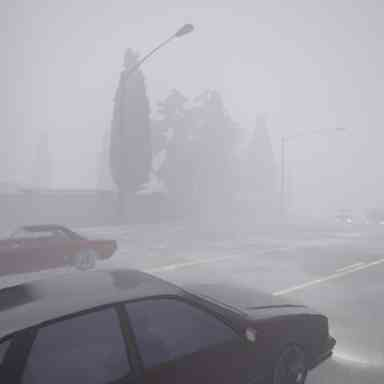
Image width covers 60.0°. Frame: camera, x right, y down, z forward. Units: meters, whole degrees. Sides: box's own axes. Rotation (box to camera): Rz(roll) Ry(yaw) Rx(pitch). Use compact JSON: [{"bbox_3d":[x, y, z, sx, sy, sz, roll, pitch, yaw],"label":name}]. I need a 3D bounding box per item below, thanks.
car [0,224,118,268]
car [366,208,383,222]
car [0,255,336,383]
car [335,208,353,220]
[{"bbox_3d":[-4.654,1.632,9.413,4.718,1.301,1.895,0,0,-37],"label":"car"},{"bbox_3d":[22.539,2.749,40.785,1.882,1.535,5.008,1,-2,28],"label":"car"},{"bbox_3d":[-0.811,1.560,3.279,5.357,1.411,2.033,0,0,-36],"label":"car"},{"bbox_3d":[19.436,2.775,42.382,1.812,1.442,4.674,0,-2,28],"label":"car"}]
